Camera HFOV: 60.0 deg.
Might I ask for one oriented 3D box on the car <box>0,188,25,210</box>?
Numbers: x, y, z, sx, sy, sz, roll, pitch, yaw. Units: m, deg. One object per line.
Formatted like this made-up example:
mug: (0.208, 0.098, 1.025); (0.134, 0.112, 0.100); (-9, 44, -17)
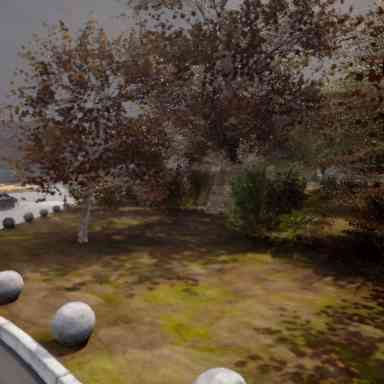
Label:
car: (-15.910, 0.745, 27.042); (1.837, 1.490, 4.892); (1, 3, -2)

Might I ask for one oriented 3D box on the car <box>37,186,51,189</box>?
car: (-26.080, -1.371, 56.586); (2.435, 2.045, 5.566); (1, 3, 4)

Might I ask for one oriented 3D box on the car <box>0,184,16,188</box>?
car: (-26.988, -0.484, 45.321); (1.946, 1.575, 5.366); (1, 3, 5)

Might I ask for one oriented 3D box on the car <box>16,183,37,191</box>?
car: (-26.548, -0.796, 50.820); (1.946, 1.575, 5.366); (1, 3, 5)
